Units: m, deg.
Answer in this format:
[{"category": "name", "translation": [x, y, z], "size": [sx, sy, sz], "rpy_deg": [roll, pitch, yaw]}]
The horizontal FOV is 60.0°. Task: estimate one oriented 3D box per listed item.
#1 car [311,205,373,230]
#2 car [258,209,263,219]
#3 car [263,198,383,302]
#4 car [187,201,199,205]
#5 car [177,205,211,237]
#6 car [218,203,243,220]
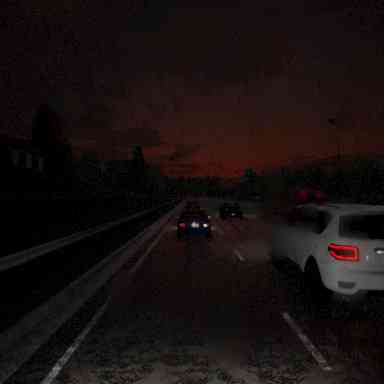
[{"category": "car", "translation": [10.607, 1.763, 24.029], "size": [2.033, 1.411, 5.357], "rpy_deg": [0, 0, 0]}, {"category": "car", "translation": [7.108, 1.863, 29.280], "size": [1.895, 1.301, 4.718], "rpy_deg": [0, 0, 0]}, {"category": "car", "translation": [3.603, 1.301, 8.613], "size": [2.150, 2.045, 5.566], "rpy_deg": [0, 0, 0]}, {"category": "car", "translation": [0.116, 2.015, 50.353], "size": [1.994, 1.385, 4.181], "rpy_deg": [0, 0, 0]}, {"category": "car", "translation": [0.105, 1.719, 19.004], "size": [2.033, 1.411, 5.357], "rpy_deg": [0, 0, 0]}, {"category": "car", "translation": [3.609, 1.775, 31.538], "size": [2.128, 1.511, 4.902], "rpy_deg": [0, 0, 0]}]
